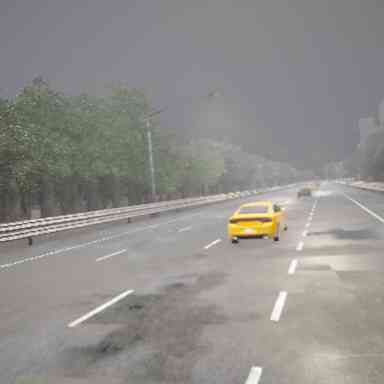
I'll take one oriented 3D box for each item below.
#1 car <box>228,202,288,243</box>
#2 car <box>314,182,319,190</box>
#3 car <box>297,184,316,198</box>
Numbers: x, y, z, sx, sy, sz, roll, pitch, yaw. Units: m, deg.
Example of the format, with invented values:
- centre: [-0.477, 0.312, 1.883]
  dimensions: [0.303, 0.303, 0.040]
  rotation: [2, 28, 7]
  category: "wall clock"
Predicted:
- centre: [3.003, 1.183, 14.596]
  dimensions: [1.882, 1.535, 5.008]
  rotation: [-5, 0, 22]
  category: "car"
- centre: [31.198, -1.260, 86.011]
  dimensions: [1.882, 1.535, 5.008]
  rotation: [-5, 0, 22]
  category: "car"
- centre: [16.629, -0.019, 49.114]
  dimensions: [2.128, 1.511, 4.902]
  rotation: [-5, 0, 22]
  category: "car"
